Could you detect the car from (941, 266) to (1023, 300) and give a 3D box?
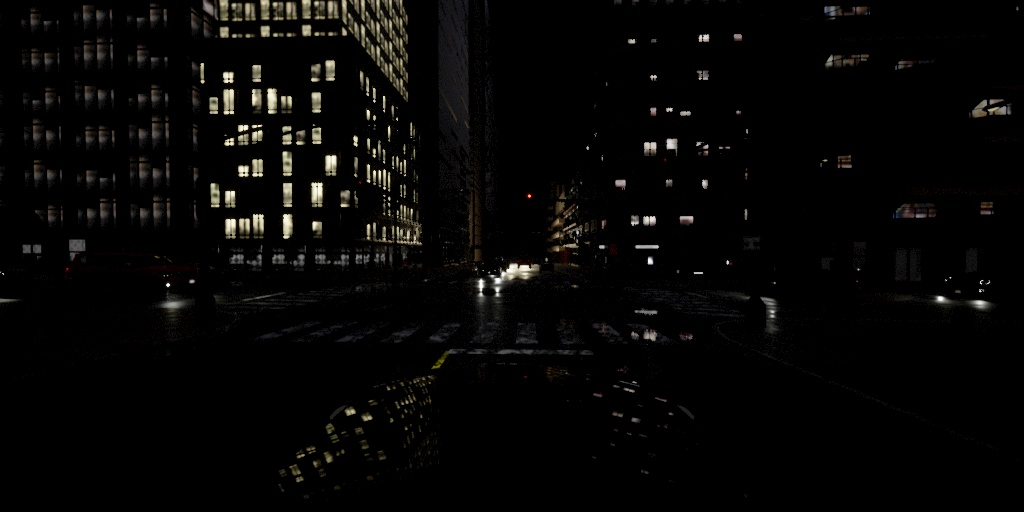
[{"bbox_3d":[25.361,1.290,18.469,4.553,1.767,2.097,0,1,3],"label":"car"}]

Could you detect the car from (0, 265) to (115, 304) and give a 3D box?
[{"bbox_3d":[-19.868,1.204,14.915,4.403,1.370,2.007,0,0,3],"label":"car"}]

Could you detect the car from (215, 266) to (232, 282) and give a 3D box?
[{"bbox_3d":[-20.960,1.029,23.292,4.829,1.417,1.751,0,0,3],"label":"car"}]

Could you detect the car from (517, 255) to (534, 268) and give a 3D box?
[{"bbox_3d":[2.044,0.946,58.719,2.150,2.045,5.566,0,-1,2],"label":"car"}]

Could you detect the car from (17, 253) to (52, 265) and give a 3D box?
[{"bbox_3d":[-32.893,0.712,23.909,5.009,1.841,2.192,0,0,3],"label":"car"}]

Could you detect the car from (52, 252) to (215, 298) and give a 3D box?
[{"bbox_3d":[-18.151,0.846,17.378,5.566,2.045,2.150,1,1,3],"label":"car"}]

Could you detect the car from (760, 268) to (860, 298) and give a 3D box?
[{"bbox_3d":[15.516,1.382,18.959,4.674,1.442,1.812,1,1,4],"label":"car"}]

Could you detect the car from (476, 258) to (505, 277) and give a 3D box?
[{"bbox_3d":[-1.984,1.244,34.776,1.837,1.490,4.892,0,0,2],"label":"car"}]

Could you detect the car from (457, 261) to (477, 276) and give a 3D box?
[{"bbox_3d":[-4.505,1.264,36.880,1.751,1.417,4.829,0,0,2],"label":"car"}]

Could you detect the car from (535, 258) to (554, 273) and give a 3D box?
[{"bbox_3d":[4.071,1.288,42.411,2.007,1.370,4.403,0,0,2],"label":"car"}]

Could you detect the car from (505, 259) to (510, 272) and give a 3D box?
[{"bbox_3d":[-1.636,1.301,44.674,1.994,1.385,4.181,0,0,2],"label":"car"}]

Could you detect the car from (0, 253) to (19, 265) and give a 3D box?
[{"bbox_3d":[-28.350,0.888,17.876,4.553,1.767,2.097,0,1,3],"label":"car"}]
